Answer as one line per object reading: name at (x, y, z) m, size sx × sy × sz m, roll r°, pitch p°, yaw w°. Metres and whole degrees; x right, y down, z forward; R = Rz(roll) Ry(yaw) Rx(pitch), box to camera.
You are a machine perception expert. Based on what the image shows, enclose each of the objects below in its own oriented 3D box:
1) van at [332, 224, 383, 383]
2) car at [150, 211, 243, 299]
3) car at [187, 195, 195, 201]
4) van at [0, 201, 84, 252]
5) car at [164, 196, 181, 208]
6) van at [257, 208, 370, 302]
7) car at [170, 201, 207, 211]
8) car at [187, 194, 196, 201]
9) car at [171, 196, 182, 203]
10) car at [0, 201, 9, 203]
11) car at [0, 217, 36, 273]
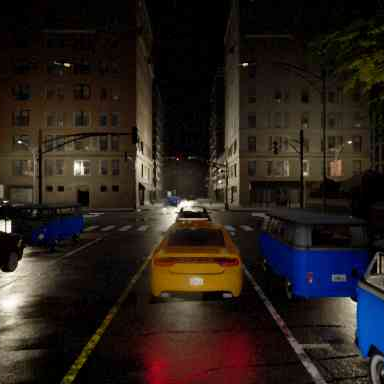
van at (2.680, 1.341, 2.295) m, size 1.690 × 1.788 × 3.998 m, roll 0°, pitch 0°, yaw 0°
car at (0.114, 1.477, 8.540) m, size 1.882 × 1.535 × 5.008 m, roll 0°, pitch 0°, yaw 1°
car at (-0.313, 1.584, 89.208) m, size 1.895 × 1.301 × 4.718 m, roll 0°, pitch 0°, yaw -1°
van at (-5.796, 1.338, 13.640) m, size 1.690 × 1.788 × 3.998 m, roll 0°, pitch 0°, yaw 0°
car at (-3.050, 1.463, 48.917) m, size 1.882 × 1.535 × 5.008 m, roll 0°, pitch 0°, yaw 0°
van at (2.705, 1.340, 7.952) m, size 1.690 × 1.788 × 3.998 m, roll 0°, pitch 0°, yaw 0°
car at (0.075, 1.486, 17.959) m, size 2.128 × 1.511 × 4.902 m, roll 0°, pitch 0°, yaw 0°
car at (-0.226, 1.340, 79.427) m, size 2.097 × 1.767 × 4.553 m, roll 0°, pitch 0°, yaw -1°
car at (-3.141, 1.522, 69.690) m, size 2.033 × 1.411 × 5.357 m, roll 0°, pitch 0°, yaw -1°
car at (-14.788, 1.583, 25.622) m, size 4.718 × 1.301 × 1.895 m, roll 0°, pitch 0°, yaw -1°
car at (-5.822, 1.544, 7.980) m, size 1.887 × 1.381 × 4.507 m, roll 0°, pitch 0°, yaw 0°
